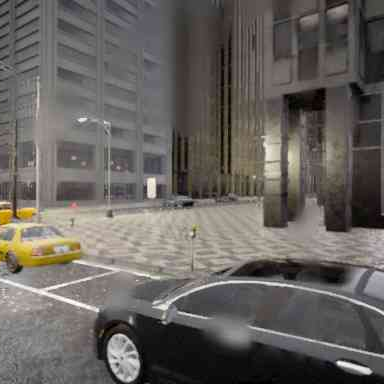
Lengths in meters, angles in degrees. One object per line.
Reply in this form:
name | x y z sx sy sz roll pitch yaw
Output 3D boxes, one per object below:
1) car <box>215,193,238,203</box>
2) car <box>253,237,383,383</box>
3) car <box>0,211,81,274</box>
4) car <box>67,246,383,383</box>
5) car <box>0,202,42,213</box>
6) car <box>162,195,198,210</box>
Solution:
car | 5.324 0.917 50.890 1.837 1.490 4.892 0 0 36
car | 3.271 1.563 4.304 4.507 1.381 1.887 0 0 35
car | -5.491 1.540 10.533 4.829 1.417 1.752 0 0 35
car | 0.922 1.517 3.691 4.892 1.490 1.837 0 0 35
car | -11.649 1.362 20.542 1.882 1.535 5.008 0 1 24
car | -1.186 1.114 36.374 2.128 1.511 4.902 0 1 36
